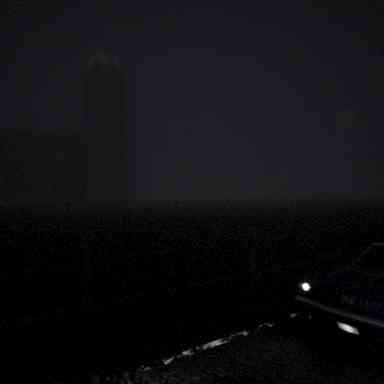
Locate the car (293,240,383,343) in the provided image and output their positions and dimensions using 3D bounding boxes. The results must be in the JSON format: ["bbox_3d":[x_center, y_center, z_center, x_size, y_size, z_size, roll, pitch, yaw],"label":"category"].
[{"bbox_3d":[3.949,1.553,5.867,4.718,1.301,1.895,0,0,-35],"label":"car"}]
